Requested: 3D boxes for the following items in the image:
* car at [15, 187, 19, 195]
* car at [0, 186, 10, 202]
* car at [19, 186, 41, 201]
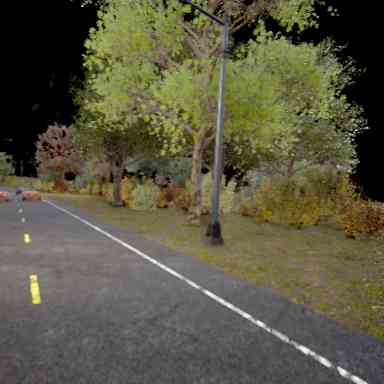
[{"bbox_3d":[-30.484,-0.330,59.817,2.097,1.767,4.553,3,0,-30],"label":"car"},{"bbox_3d":[-22.021,0.146,37.969,2.097,1.767,4.553,3,0,-29],"label":"car"},{"bbox_3d":[-21.495,0.180,44.474,2.097,1.767,4.553,3,0,-30],"label":"car"}]
